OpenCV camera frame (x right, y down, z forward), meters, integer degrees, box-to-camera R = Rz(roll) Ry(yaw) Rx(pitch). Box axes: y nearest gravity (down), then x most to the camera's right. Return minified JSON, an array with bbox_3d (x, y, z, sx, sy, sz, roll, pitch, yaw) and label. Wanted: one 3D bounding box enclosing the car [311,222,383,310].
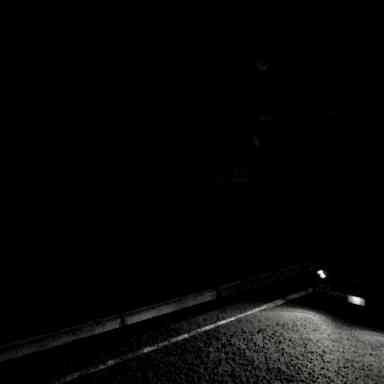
[{"bbox_3d":[4.798,1.340,7.163,5.357,1.411,2.033,-2,1,-38],"label":"car"}]
